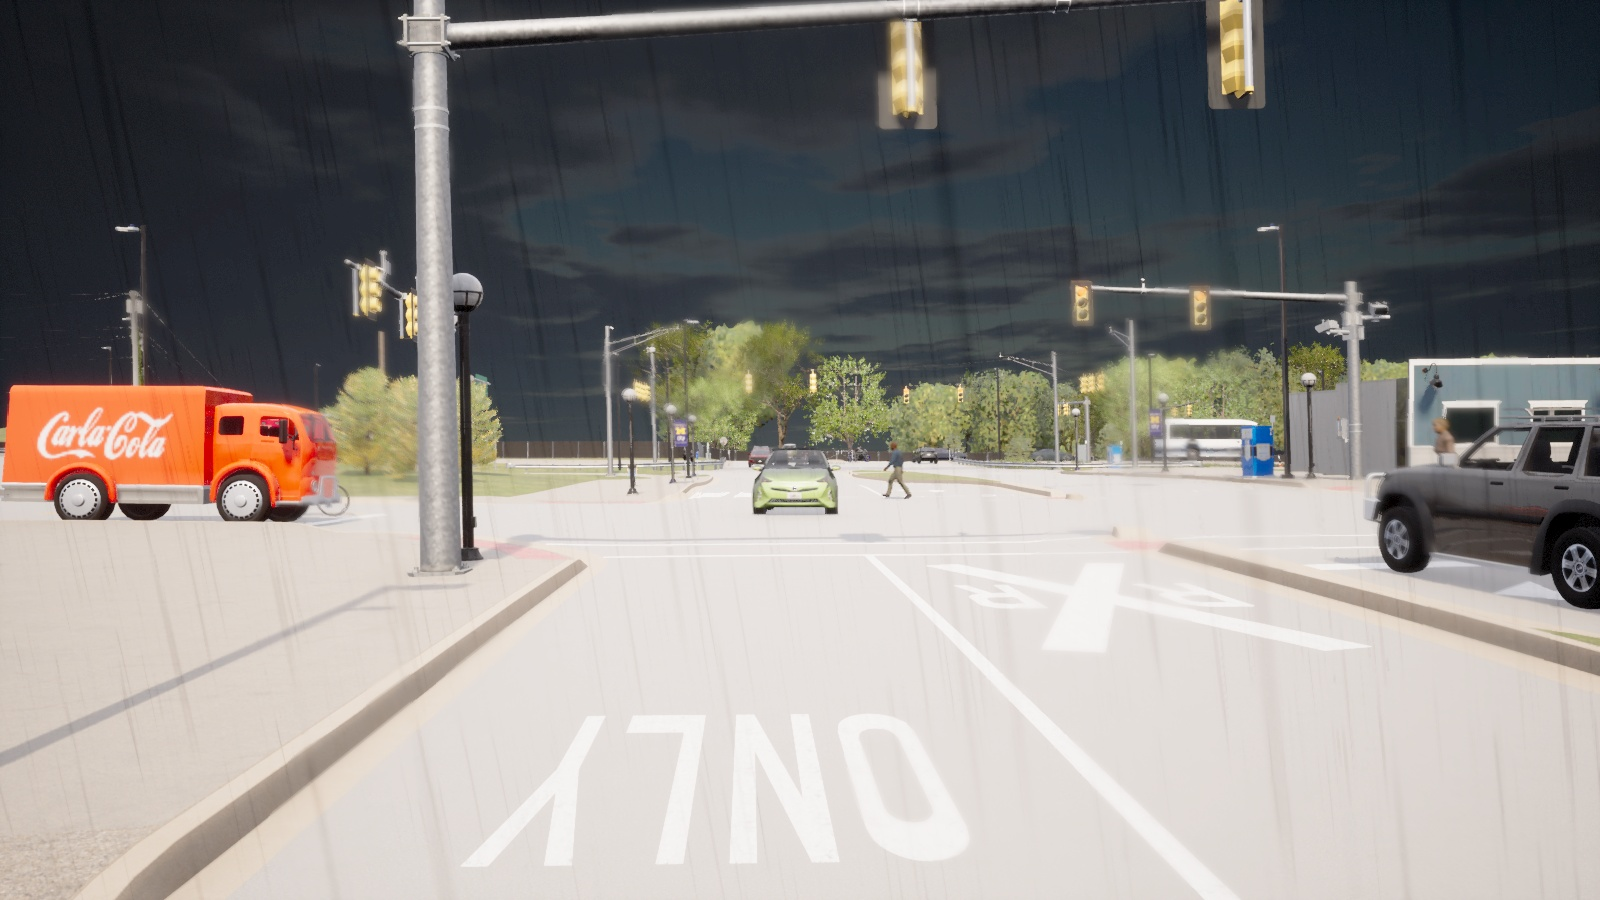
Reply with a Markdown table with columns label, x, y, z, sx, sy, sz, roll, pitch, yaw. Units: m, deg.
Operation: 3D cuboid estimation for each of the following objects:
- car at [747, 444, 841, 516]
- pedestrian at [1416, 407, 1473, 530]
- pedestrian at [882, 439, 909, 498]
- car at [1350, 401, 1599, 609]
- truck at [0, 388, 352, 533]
| label | x | y | z | sx | sy | sz | roll | pitch | yaw |
| --- | --- | --- | --- | --- | --- | --- | --- | --- | --- |
| car | -0.068 | 0.671 | 29.432 | 2.007 | 1.525 | 4.514 | -1 | -1 | 2 |
| pedestrian | 9.867 | 0.279 | 19.238 | 0.634 | 1.846 | 0.331 | -2 | -1 | 1 |
| pedestrian | 2.978 | 0.579 | 39.153 | 0.726 | 1.835 | 0.370 | -2 | -1 | 14 |
| car | 7.887 | 0.437 | 13.016 | 1.932 | 1.855 | 4.605 | -1 | 1 | -7 |
| truck | -11.175 | 0.198 | 22.732 | 5.204 | 2.467 | 2.627 | 0 | -1 | -2 |
